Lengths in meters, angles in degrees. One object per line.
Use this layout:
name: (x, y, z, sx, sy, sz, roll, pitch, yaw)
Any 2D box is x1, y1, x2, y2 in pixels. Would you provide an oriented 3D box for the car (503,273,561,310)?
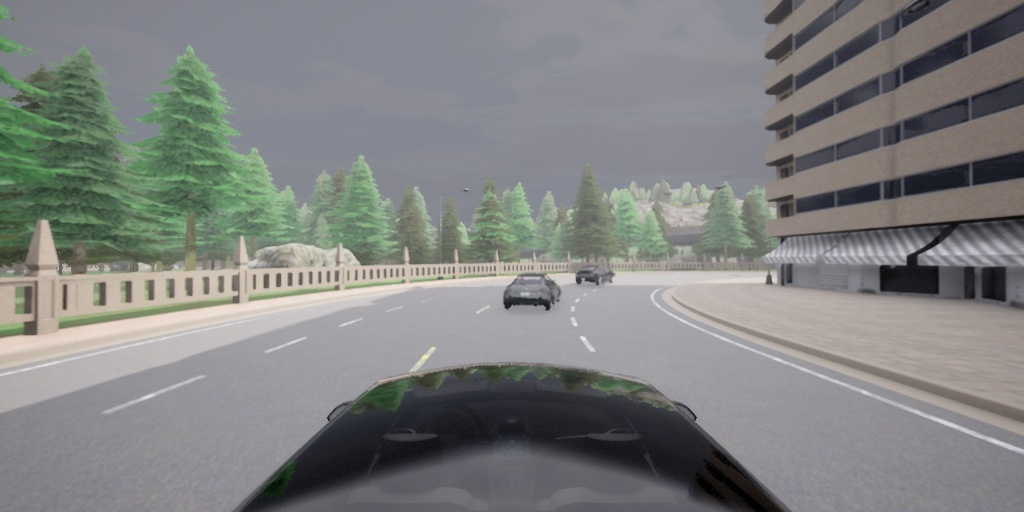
car: (0.972, 1.447, 15.732, 1.994, 1.385, 4.181, 0, -1, 14)

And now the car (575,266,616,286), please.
car: (6.727, 1.514, 28.705, 1.837, 1.490, 4.892, -1, 0, 36)
